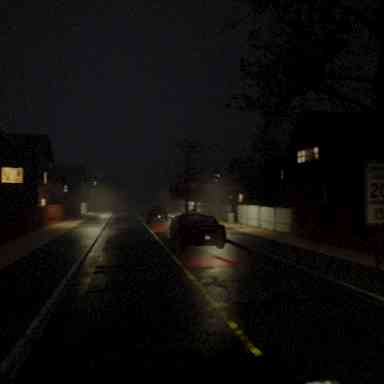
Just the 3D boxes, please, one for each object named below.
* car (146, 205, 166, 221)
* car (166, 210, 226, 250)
[{"bbox_3d":[-3.608,2.136,33.948,1.837,1.490,4.892,0,-1,-12],"label":"car"},{"bbox_3d":[0.132,1.752,15.942,1.882,1.535,5.008,0,-1,-12],"label":"car"}]
